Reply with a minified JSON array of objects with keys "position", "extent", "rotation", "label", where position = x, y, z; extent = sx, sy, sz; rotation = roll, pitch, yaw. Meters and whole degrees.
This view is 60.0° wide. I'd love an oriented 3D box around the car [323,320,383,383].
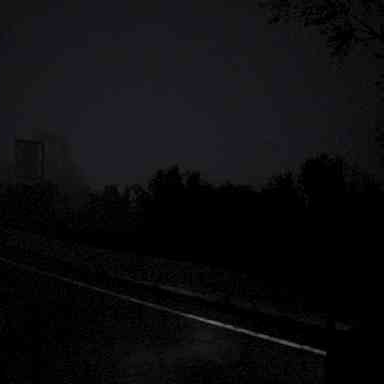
[{"position":[3.338,1.472,1.738],"extent":[5.008,1.535,1.882],"rotation":[0,0,35],"label":"car"}]
